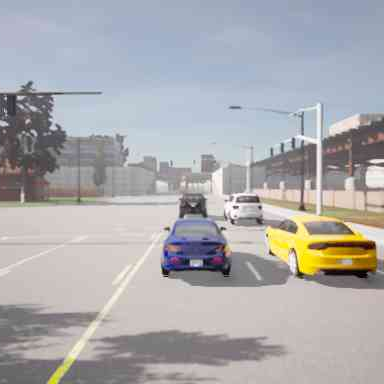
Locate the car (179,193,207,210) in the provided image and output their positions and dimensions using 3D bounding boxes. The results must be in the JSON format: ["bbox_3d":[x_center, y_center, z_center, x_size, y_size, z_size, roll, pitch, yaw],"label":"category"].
[{"bbox_3d":[0.096,1.076,27.724,2.150,2.045,5.566,0,1,0],"label":"car"}]

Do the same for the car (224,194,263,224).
[{"bbox_3d":[3.601,1.119,23.854,2.150,2.045,5.566,0,1,0],"label":"car"}]

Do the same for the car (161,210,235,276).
[{"bbox_3d":[0.101,1.507,10.166,1.812,1.442,4.674,0,0,0],"label":"car"}]

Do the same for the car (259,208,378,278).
[{"bbox_3d":[3.599,1.463,10.179,1.882,1.535,5.008,0,0,0],"label":"car"}]
